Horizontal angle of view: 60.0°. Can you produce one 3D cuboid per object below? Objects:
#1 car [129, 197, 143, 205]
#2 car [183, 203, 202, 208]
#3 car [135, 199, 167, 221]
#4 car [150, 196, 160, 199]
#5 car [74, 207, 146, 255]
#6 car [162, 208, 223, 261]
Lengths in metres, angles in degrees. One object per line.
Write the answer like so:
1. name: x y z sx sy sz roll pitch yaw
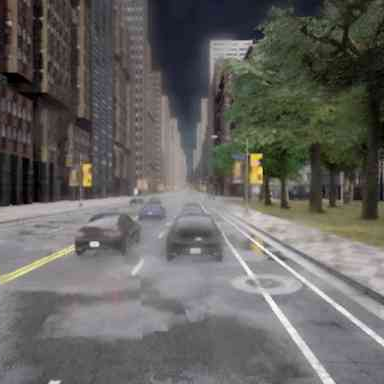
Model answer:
1. car: -9.793 1.570 58.670 1.994 1.385 4.181 0 0 1
2. car: 0.021 1.577 25.425 2.033 1.411 5.357 0 0 0
3. car: -3.206 1.592 27.717 1.994 1.385 4.181 0 0 1
4. car: -6.548 1.510 58.791 1.837 1.490 4.892 0 0 1
5. car: -3.200 1.555 13.308 1.812 1.442 4.674 0 0 1
6. car: 0.056 1.531 12.287 1.837 1.490 4.892 0 -1 -1
